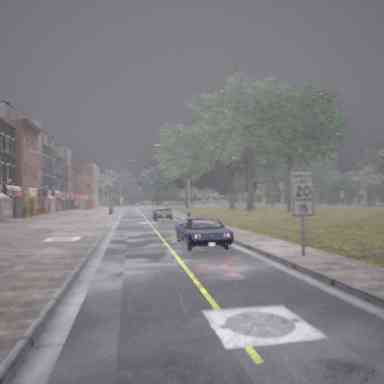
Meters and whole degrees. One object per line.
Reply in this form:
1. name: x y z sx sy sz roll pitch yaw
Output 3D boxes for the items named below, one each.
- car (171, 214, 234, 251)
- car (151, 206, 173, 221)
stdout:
1. car: 0.395 1.844 15.492 1.895 1.301 4.718 -1 -1 -11
2. car: -3.131 2.163 34.562 2.128 1.511 4.902 -1 -1 -10
